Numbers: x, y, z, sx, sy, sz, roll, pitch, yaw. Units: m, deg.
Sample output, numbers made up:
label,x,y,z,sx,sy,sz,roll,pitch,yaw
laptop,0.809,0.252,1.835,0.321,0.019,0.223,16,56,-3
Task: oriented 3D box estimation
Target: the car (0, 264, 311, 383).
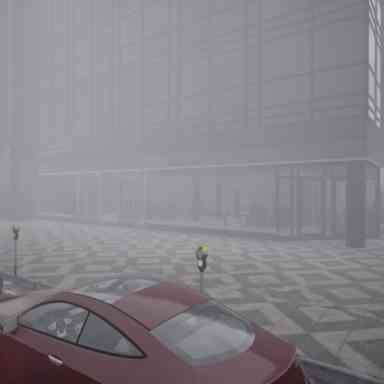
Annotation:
label,x,y,z,sx,sy,sz,roll,pitch,yaw
car,-0.911,1.581,3.616,4.206,1.307,1.802,0,0,36
